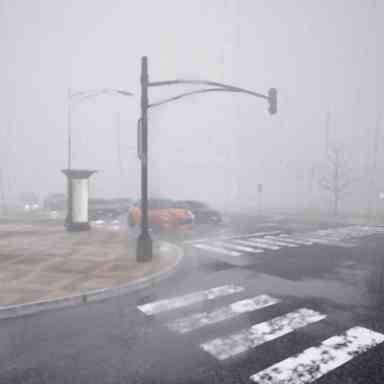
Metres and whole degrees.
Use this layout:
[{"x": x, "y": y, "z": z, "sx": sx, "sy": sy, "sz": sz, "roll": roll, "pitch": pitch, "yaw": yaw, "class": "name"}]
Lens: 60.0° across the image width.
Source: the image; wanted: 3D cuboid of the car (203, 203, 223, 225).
[{"x": -0.071, "y": 1.270, "z": 21.343, "sx": 1.837, "sy": 1.490, "sz": 4.892, "roll": 0, "pitch": 1, "yaw": -37, "class": "car"}]

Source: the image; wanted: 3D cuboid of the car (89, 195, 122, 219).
[{"x": -7.364, "y": 1.217, "z": 25.703, "sx": 2.033, "sy": 1.411, "sz": 5.357, "roll": 0, "pitch": 1, "yaw": -36, "class": "car"}]

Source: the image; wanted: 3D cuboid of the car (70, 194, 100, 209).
[{"x": -12.233, "y": 1.039, "z": 37.717, "sx": 1.812, "sy": 1.442, "sz": 4.674, "roll": 0, "pitch": 1, "yaw": -37, "class": "car"}]

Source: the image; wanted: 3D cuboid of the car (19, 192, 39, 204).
[{"x": -23.043, "y": 0.782, "z": 46.949, "sx": 2.128, "sy": 1.511, "sz": 4.902, "roll": 0, "pitch": 1, "yaw": -37, "class": "car"}]

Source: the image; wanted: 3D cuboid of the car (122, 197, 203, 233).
[{"x": -1.734, "y": 1.138, "z": 18.081, "sx": 2.097, "sy": 1.767, "sz": 4.553, "roll": 0, "pitch": 1, "yaw": -36, "class": "car"}]

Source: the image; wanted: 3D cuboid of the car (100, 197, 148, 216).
[{"x": -6.158, "y": 1.187, "z": 29.534, "sx": 2.033, "sy": 1.411, "sz": 5.357, "roll": 0, "pitch": 1, "yaw": -36, "class": "car"}]

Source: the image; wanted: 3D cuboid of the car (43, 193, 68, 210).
[{"x": -13.831, "y": 0.887, "z": 34.411, "sx": 2.097, "sy": 1.767, "sz": 4.553, "roll": 0, "pitch": 1, "yaw": -37, "class": "car"}]
